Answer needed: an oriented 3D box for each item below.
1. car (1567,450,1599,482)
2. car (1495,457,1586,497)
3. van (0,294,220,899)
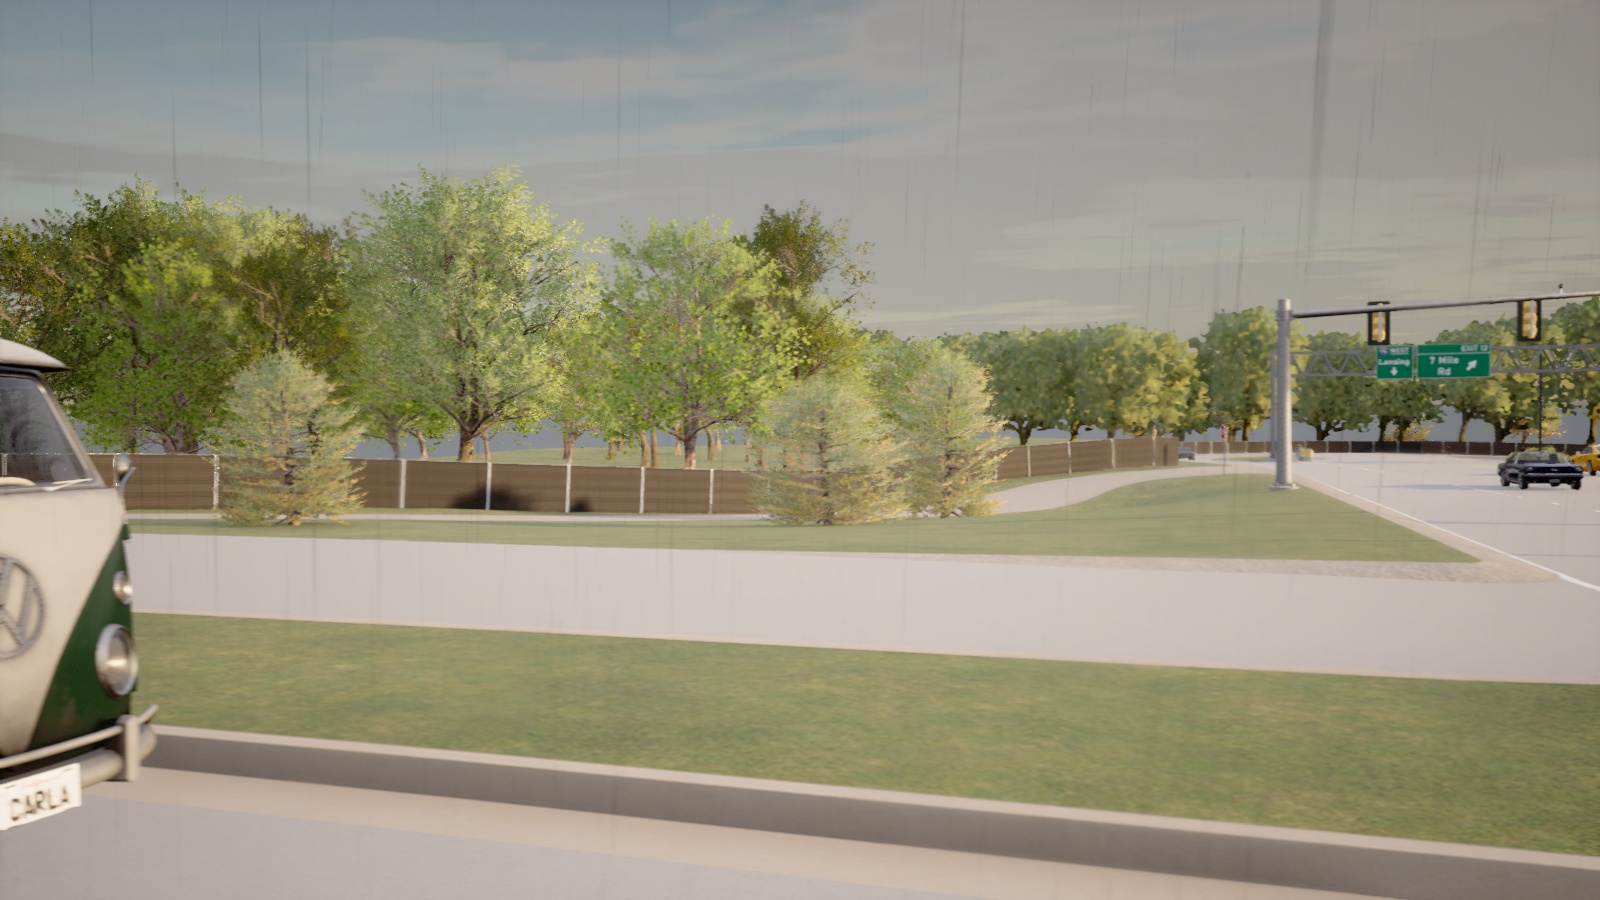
[{"bbox_3d":[39.528,0.764,61.883,1.882,1.535,5.008,0,0,19],"label":"car"},{"bbox_3d":[26.532,0.927,45.154,1.895,1.301,4.718,0,0,19],"label":"car"},{"bbox_3d":[-4.625,0.495,4.681,4.442,1.987,1.775,0,1,18],"label":"van"}]
